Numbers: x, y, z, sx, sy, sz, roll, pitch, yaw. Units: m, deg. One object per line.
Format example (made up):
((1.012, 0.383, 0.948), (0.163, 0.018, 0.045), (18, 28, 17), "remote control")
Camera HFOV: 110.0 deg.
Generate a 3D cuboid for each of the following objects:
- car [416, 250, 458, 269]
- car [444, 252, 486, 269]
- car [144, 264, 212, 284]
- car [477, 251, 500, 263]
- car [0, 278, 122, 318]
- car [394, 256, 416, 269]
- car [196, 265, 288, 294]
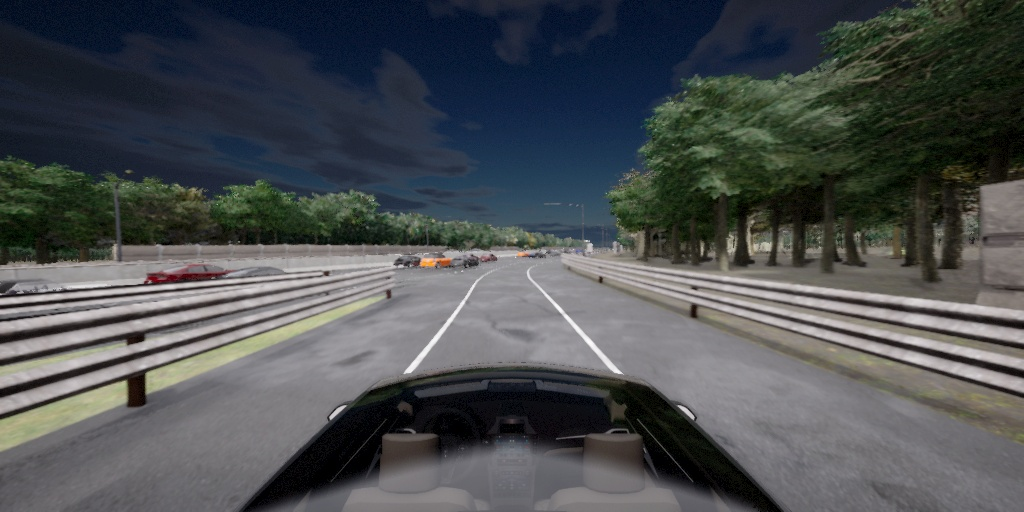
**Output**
((-8.504, 0.526, 40.948), (2.097, 1.767, 4.553), (0, 1, 18), "car")
((-5.156, 0.652, 39.924), (2.128, 1.511, 4.902), (0, 1, 18), "car")
((-18.459, 1.189, 21.376), (1.882, 1.535, 5.008), (0, 1, 18), "car")
((-3.648, 0.323, 56.081), (1.812, 1.442, 4.674), (0, 1, 18), "car")
((-17.407, 1.483, 13.193), (1.895, 1.301, 4.718), (0, 1, 18), "car")
((-11.823, 0.689, 42.061), (1.837, 1.490, 4.892), (0, 1, 18), "car")
((-12.253, 1.249, 17.804), (1.812, 1.442, 4.674), (0, 1, 18), "car")
